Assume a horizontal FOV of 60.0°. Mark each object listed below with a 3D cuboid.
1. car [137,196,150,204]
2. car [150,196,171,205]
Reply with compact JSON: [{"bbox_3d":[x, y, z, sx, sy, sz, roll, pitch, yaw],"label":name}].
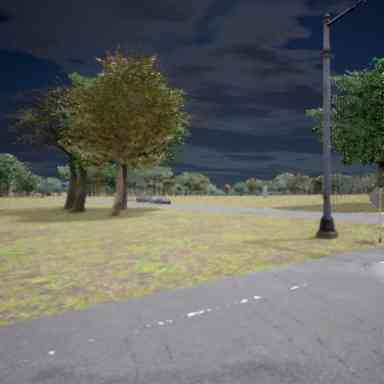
[{"bbox_3d":[-9.310,1.491,66.429,2.128,1.511,4.902,1,0,-34],"label":"car"},{"bbox_3d":[-5.462,1.568,60.679,1.994,1.385,4.181,1,0,-33],"label":"car"}]
